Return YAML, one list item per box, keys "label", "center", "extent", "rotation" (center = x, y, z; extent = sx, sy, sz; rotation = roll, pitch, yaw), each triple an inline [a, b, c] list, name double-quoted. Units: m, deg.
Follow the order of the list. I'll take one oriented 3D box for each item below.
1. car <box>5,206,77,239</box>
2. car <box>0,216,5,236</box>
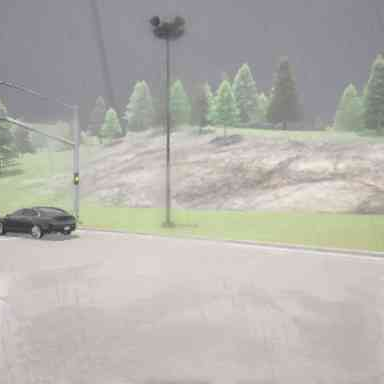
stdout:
- label: "car"
  center: [-8.050, 1.478, 17.000]
  extent: [4.892, 1.490, 1.837]
  rotation: [0, 0, 29]
- label: "car"
  center: [-10.581, 1.484, 14.408]
  extent: [4.892, 1.490, 1.837]
  rotation: [0, 0, 29]
